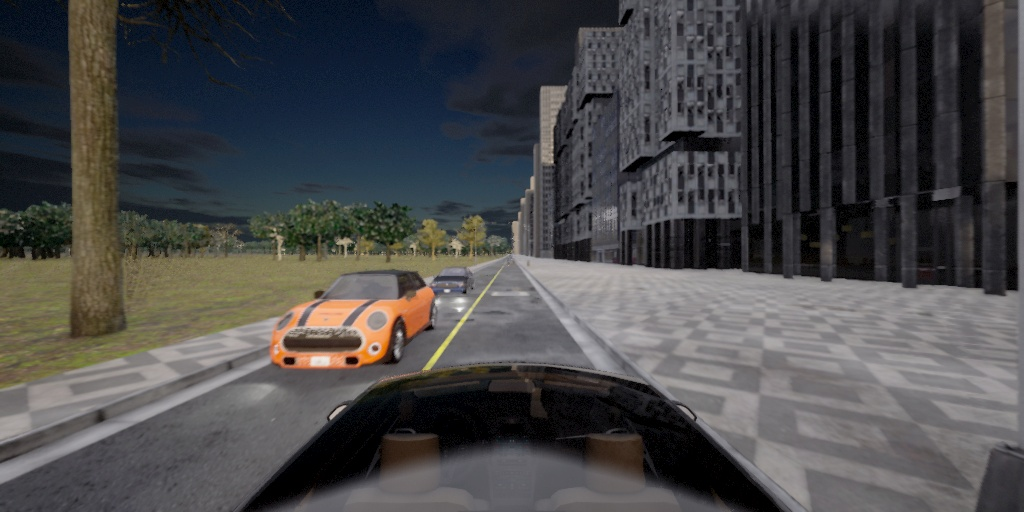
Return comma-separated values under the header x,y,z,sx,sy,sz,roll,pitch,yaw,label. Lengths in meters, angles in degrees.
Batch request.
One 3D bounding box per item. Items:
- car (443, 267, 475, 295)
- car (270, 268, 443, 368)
x,y,z,sx,sy,sz,roll,pitch,yaw,label
-3.133,1.301,19.926,2.033,1.411,5.357,0,0,0,car
-3.111,1.109,8.046,2.097,1.767,4.553,0,0,0,car
